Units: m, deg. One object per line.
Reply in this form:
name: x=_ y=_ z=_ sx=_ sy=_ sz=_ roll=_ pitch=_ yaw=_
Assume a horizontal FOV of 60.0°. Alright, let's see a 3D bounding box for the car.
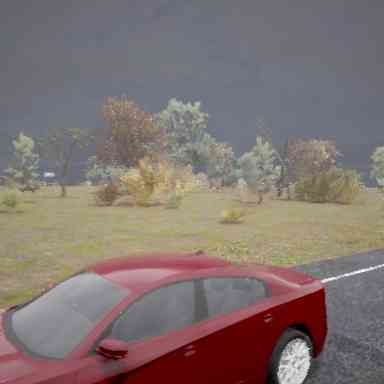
car: x=-0.577 y=1.478 z=3.594 sx=5.008 sy=1.535 sz=1.882 roll=0 pitch=0 yaw=-36
